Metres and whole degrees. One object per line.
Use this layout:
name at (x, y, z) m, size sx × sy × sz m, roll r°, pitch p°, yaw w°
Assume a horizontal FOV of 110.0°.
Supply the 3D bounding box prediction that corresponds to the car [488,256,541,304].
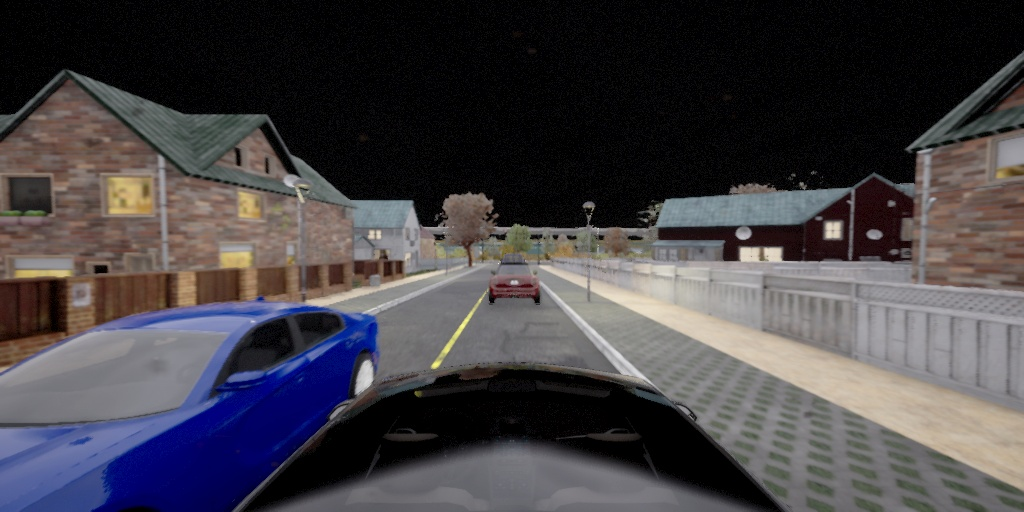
car at (0.096, 1.032, 16.055) m, size 2.097 × 1.767 × 4.553 m, roll 0°, pitch 0°, yaw 0°

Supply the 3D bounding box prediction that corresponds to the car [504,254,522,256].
car at (0.094, 0.823, 33.564) m, size 2.150 × 2.045 × 5.566 m, roll 0°, pitch 0°, yaw 0°

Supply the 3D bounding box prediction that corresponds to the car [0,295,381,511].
car at (-2.850, 1.220, 3.239) m, size 1.882 × 1.535 × 5.008 m, roll 0°, pitch 0°, yaw 0°
